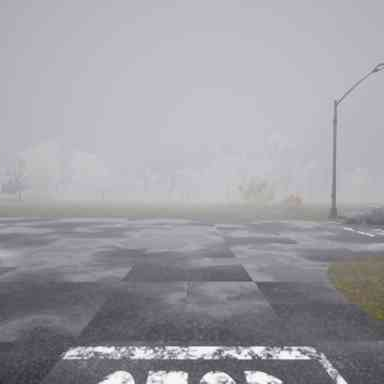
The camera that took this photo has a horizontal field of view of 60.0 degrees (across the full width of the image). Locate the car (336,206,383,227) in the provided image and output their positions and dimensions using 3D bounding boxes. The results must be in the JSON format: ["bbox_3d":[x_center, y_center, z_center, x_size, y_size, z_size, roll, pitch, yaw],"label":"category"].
[{"bbox_3d":[13.198,1.729,23.532,5.357,1.411,2.033,1,1,0],"label":"car"}]
